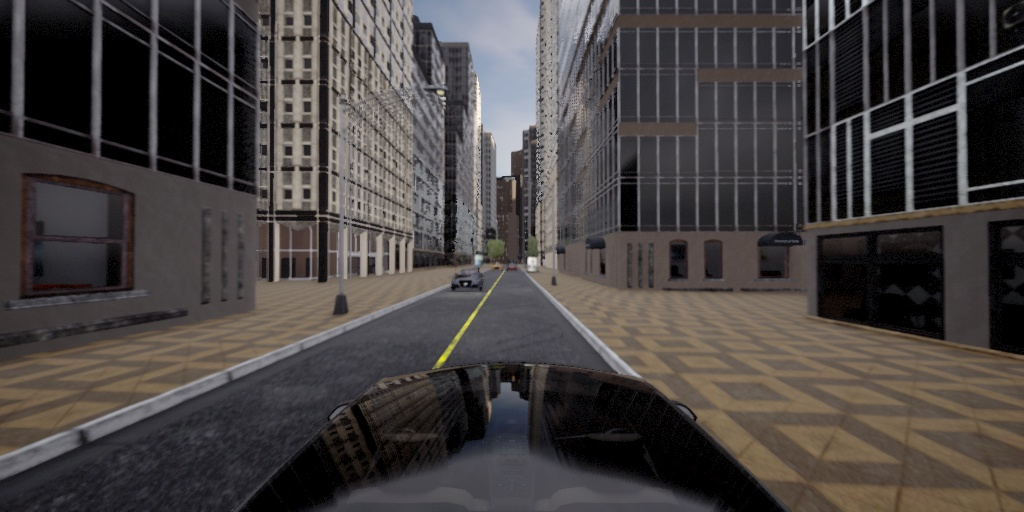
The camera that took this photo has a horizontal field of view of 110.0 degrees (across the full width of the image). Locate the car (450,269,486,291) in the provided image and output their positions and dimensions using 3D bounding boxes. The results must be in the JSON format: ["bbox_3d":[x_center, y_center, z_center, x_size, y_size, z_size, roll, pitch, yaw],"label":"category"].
[{"bbox_3d":[-2.851,1.542,24.000,1.994,1.385,4.181,0,-1,0],"label":"car"}]

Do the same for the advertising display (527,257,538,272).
[{"bbox_3d":[3.007,1.317,52.736,1.540,2.440,0.280,0,0,0],"label":"advertising display"}]

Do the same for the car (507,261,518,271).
[{"bbox_3d":[0.029,2.015,65.300,1.994,1.385,4.181,0,-1,1],"label":"car"}]
